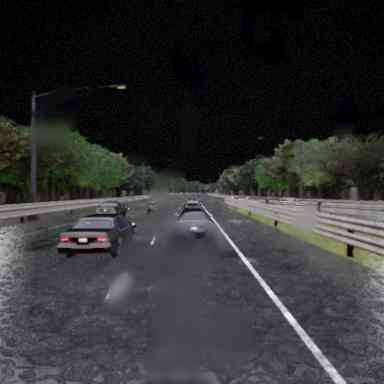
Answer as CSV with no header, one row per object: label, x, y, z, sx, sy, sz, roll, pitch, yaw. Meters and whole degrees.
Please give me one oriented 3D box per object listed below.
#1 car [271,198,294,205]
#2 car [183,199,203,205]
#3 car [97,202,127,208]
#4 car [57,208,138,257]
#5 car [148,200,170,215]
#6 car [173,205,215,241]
car,13.215,1.606,48.038,1.882,1.535,5.008,0,0,-14
car,0.096,1.523,34.326,1.837,1.490,4.892,0,0,0
car,-6.914,1.546,28.989,2.033,1.411,5.357,0,-1,0
car,-3.397,1.552,12.915,2.033,1.411,5.357,0,0,0
car,-3.407,1.510,34.188,2.128,1.511,4.902,0,0,0
car,0.097,1.571,16.673,1.994,1.385,4.181,0,0,0
